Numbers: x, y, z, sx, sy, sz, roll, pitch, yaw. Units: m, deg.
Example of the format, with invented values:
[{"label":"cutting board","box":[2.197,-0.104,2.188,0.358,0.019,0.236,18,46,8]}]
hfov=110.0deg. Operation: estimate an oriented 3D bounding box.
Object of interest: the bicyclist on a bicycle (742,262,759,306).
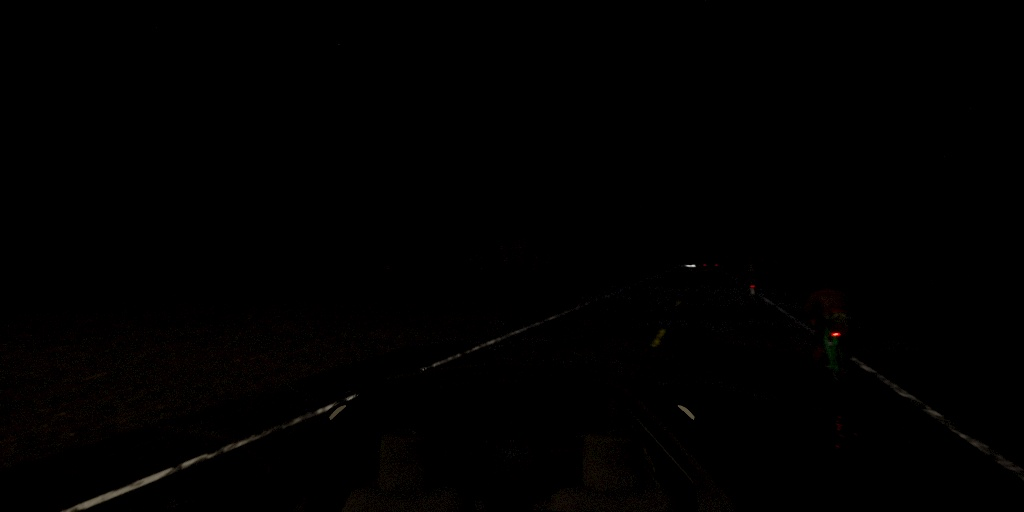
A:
[{"label":"bicyclist on a bicycle","box":[9.890,1.128,14.874,0.659,1.776,1.843,-1,0,28]}]

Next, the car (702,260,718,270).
[{"label":"car","box":[29.701,1.444,53.850,1.994,1.385,4.181,-1,-1,28]}]

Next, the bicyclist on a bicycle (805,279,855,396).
[{"label":"bicyclist on a bicycle","box":[4.919,1.183,5.550,0.582,1.620,1.656,-1,-1,28]}]
